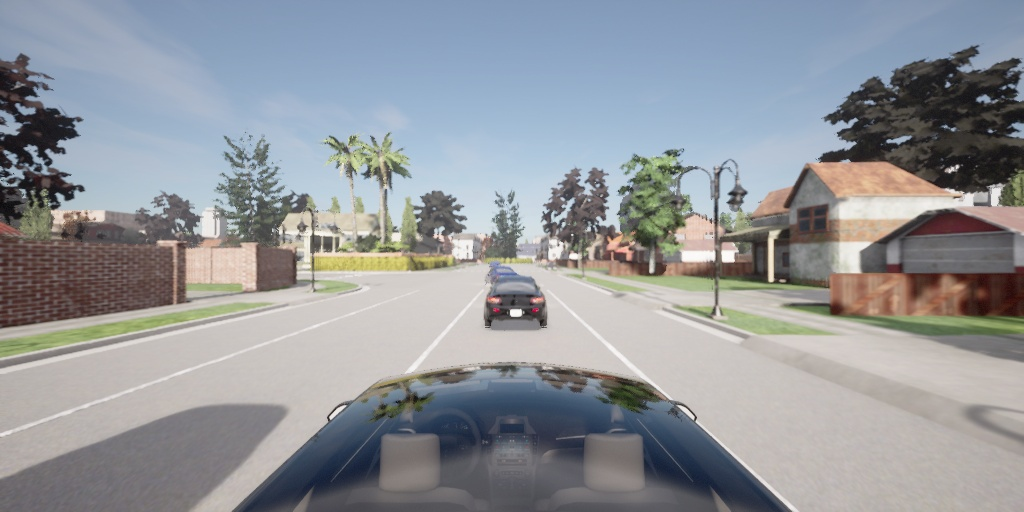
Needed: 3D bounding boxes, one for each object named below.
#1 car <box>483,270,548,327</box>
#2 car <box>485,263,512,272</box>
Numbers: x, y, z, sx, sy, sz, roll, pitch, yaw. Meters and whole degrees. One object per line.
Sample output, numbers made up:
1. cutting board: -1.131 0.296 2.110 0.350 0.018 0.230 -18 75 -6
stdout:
1. car: 0.103 1.337 11.673 1.812 1.442 4.674 0 0 0
2. car: -0.778 1.416 24.683 1.812 1.442 4.674 0 0 -12
